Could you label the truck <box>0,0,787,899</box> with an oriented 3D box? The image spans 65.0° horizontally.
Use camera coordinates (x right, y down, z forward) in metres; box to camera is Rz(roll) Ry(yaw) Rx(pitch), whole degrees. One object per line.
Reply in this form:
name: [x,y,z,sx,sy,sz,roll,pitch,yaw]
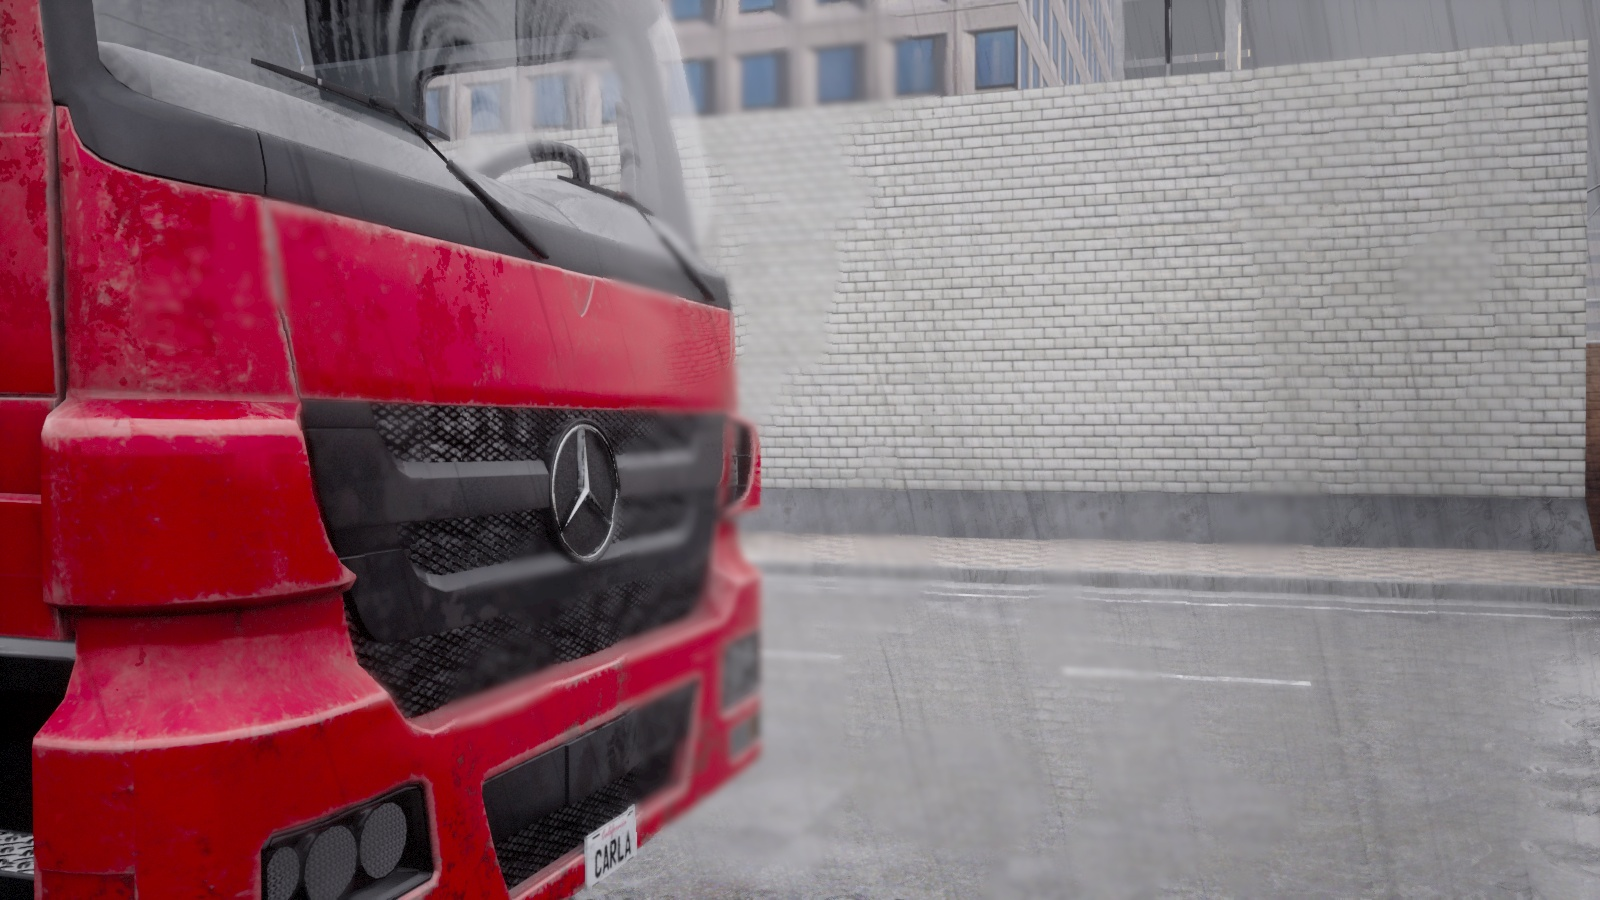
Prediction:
truck: [-4.275,-0.245,4.614,7.936,3.462,2.891,1,1,19]
